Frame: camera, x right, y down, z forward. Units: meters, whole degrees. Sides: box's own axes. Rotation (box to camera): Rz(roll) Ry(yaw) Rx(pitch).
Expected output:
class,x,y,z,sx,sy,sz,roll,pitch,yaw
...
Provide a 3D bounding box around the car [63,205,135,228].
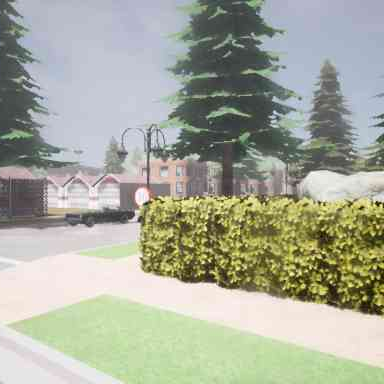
class,x,y,z,sx,sy,sz,roll,pitch,yaw
car,-6.119,1.562,22.343,1.895,1.301,4.718,0,0,35
